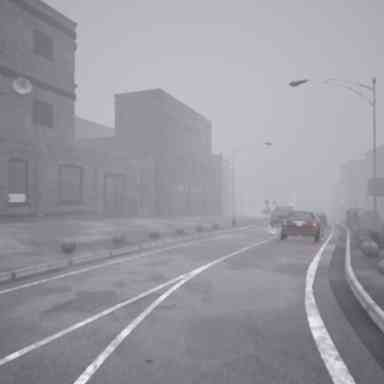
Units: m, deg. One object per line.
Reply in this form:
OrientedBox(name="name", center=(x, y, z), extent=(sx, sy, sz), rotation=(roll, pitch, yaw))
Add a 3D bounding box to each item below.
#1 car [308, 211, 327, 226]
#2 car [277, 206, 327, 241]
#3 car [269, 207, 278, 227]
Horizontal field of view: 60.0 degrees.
OrientedBox(name="car", center=(14.094, 2.969, 37.400), extent=(1.837, 1.490, 4.892), rotation=(0, -3, 21))
OrientedBox(name="car", center=(6.788, 1.910, 20.226), extent=(2.097, 1.767, 4.553), rotation=(0, -3, 25))
OrientedBox(name="car", center=(9.425, 2.471, 34.226), extent=(2.150, 2.045, 5.566), rotation=(0, -3, 22))
